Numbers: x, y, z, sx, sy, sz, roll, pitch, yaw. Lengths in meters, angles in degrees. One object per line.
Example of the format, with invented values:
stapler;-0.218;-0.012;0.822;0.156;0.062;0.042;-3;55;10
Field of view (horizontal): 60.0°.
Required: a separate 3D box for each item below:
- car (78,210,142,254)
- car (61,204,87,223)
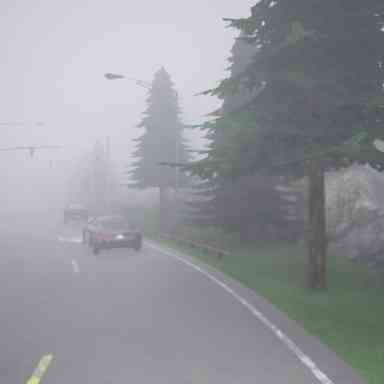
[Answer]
car;-3.594;1.710;14.548;1.994;1.385;4.181;0;-1;-25
car;-9.995;1.768;28.307;1.882;1.535;5.008;0;0;-25
